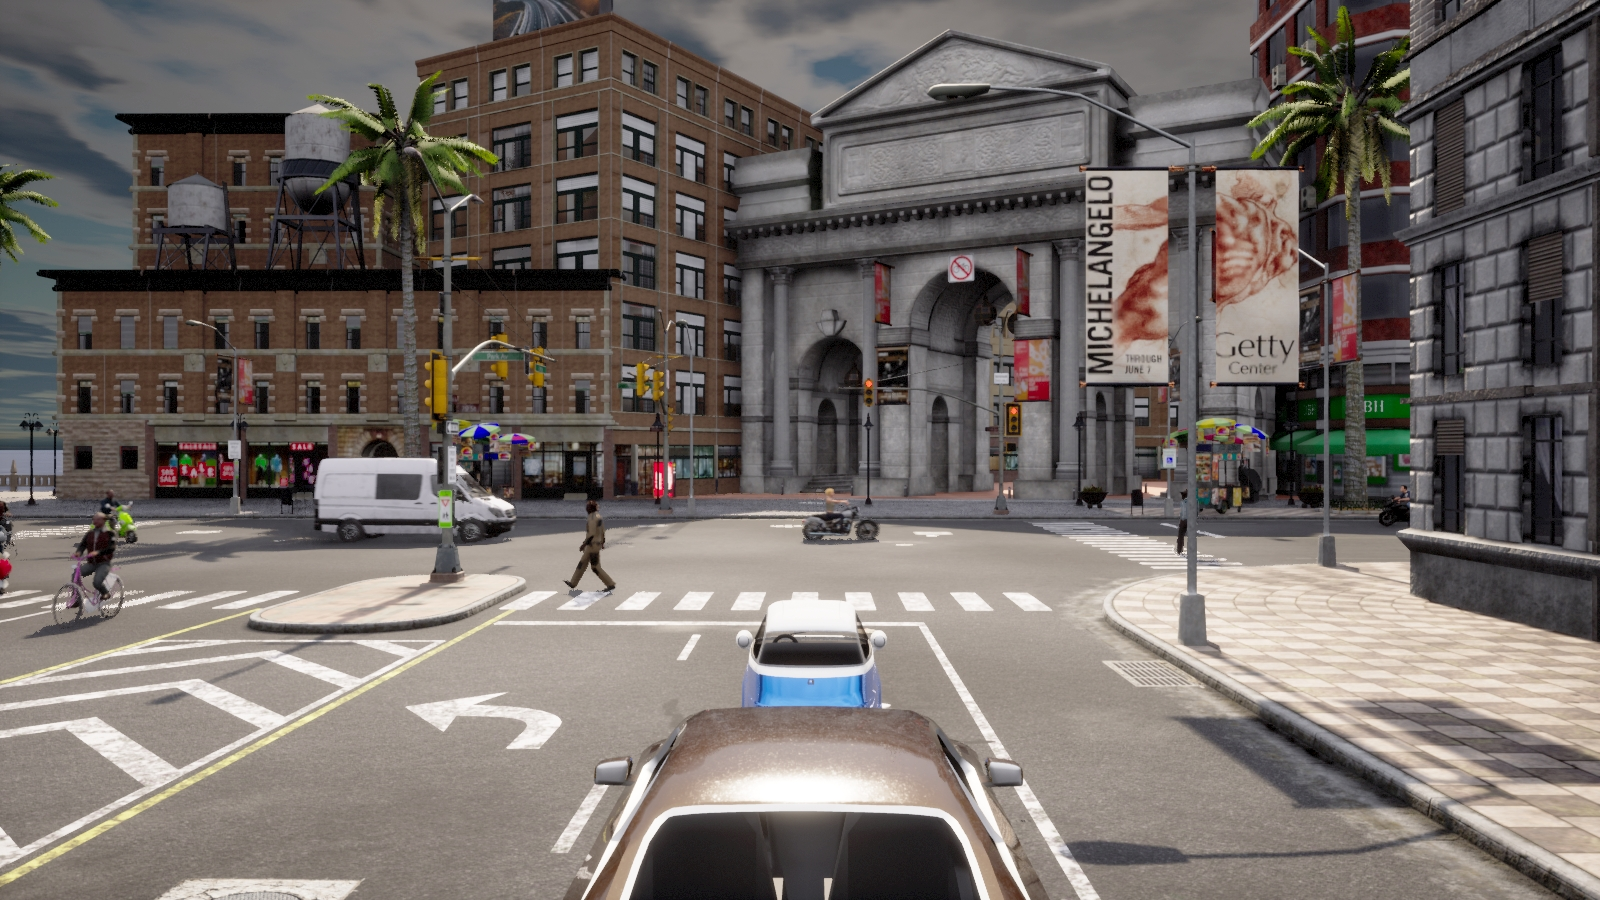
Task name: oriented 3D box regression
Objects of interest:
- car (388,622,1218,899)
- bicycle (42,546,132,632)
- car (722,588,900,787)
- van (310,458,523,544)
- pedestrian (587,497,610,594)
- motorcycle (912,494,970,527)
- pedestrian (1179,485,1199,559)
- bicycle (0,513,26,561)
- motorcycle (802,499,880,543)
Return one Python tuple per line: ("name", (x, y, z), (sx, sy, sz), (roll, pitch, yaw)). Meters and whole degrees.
("car", (0.037, 1.992, 5.222), (2.152, 1.651, 5.027), (0, 0, 1))
("bicycle", (-11.463, 2.210, 18.431), (0.329, 1.171, 1.835), (0, 0, -1))
("car", (0.106, 2.120, 10.657), (1.481, 1.376, 2.207), (0, 0, 1))
("van", (-11.785, 1.534, 35.328), (5.915, 2.561, 1.988), (0, 0, 1))
("pedestrian", (-3.925, 1.849, 22.270), (0.375, 1.860, 0.375), (0, 0, 4))
("motorcycle", (5.152, 2.213, 41.779), (2.033, 1.145, 0.803), (0, 0, 1))
("pedestrian", (10.001, 1.849, 29.387), (0.375, 1.860, 0.375), (0, 0, -3))
("bicycle", (-20.432, 2.210, 29.266), (1.835, 1.171, 0.329), (0, 0, 33))
("motorcycle", (1.254, 2.170, 35.053), (2.356, 1.277, 0.764), (0, 0, 1))
